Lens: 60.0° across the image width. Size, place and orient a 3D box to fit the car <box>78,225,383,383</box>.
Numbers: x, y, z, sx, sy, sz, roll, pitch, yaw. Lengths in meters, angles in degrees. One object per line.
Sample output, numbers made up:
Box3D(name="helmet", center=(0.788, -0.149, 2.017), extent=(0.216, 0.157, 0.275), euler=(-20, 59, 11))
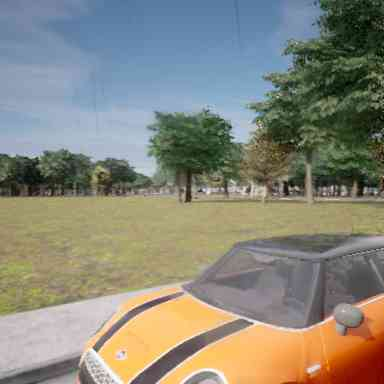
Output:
Box3D(name="car", center=(1.103, 1.350, 3.859), extent=(4.553, 1.767, 2.097), euler=(0, 0, -36))
